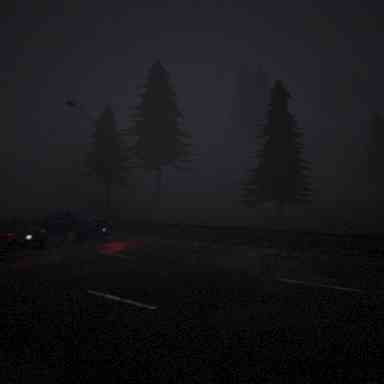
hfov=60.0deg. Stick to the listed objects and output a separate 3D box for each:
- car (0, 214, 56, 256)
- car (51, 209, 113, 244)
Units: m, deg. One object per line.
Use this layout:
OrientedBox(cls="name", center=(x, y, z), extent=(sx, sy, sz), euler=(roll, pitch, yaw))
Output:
OrientedBox(cls="car", center=(-7.901, 1.697, 13.594), extent=(4.181, 1.385, 1.994), euler=(-1, 0, 30))
OrientedBox(cls="car", center=(-6.211, 1.614, 16.654), extent=(5.008, 1.535, 1.882), euler=(0, 0, 30))
